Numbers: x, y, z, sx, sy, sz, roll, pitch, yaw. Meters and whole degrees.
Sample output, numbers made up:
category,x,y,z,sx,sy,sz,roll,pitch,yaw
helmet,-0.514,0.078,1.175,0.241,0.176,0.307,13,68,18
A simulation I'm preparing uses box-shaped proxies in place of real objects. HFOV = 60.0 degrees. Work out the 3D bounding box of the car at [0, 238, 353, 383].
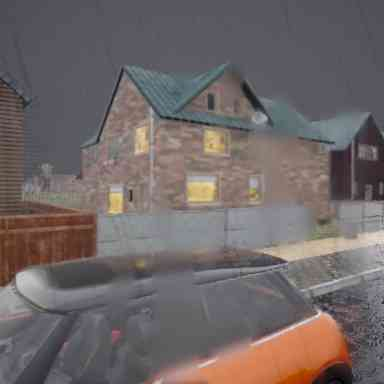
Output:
category,x,y,z,sx,sy,sz,roll,pitch,yaw
car,-0.832,1.350,2.477,4.553,1.767,2.097,0,0,-36
